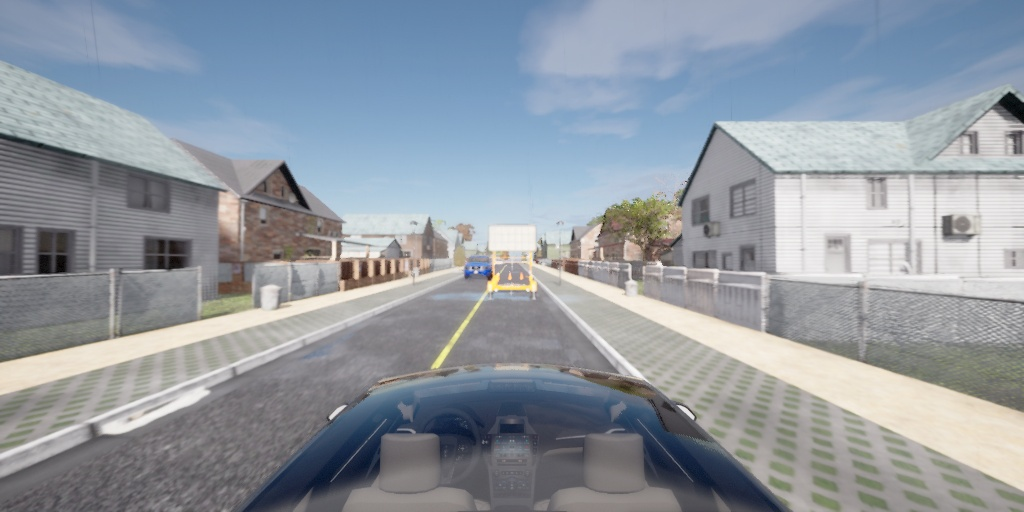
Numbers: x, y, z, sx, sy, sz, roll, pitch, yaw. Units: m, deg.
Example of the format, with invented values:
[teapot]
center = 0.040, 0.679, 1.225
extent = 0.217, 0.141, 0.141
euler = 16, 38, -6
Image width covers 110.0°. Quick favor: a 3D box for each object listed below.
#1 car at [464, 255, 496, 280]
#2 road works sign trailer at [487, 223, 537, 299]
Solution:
[car]
center = -2.846, 0.948, 31.318
extent = 2.150, 2.045, 5.566
euler = 0, 0, 0
[road works sign trailer]
center = 0.013, 0.194, 17.744
extent = 2.380, 3.560, 2.880
euler = 0, 0, 0
